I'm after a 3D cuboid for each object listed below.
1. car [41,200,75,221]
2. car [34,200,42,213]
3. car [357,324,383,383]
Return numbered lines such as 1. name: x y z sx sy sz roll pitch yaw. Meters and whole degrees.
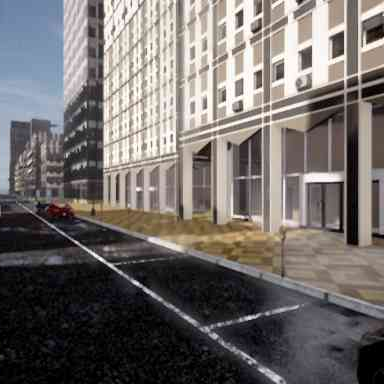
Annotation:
1. car: -10.635 1.531 26.765 1.887 1.381 4.507 0 0 -30
2. car: -16.245 1.535 36.572 2.008 1.369 4.403 0 0 -30
3. car: 3.389 1.564 2.251 1.947 1.339 4.313 0 0 -30
